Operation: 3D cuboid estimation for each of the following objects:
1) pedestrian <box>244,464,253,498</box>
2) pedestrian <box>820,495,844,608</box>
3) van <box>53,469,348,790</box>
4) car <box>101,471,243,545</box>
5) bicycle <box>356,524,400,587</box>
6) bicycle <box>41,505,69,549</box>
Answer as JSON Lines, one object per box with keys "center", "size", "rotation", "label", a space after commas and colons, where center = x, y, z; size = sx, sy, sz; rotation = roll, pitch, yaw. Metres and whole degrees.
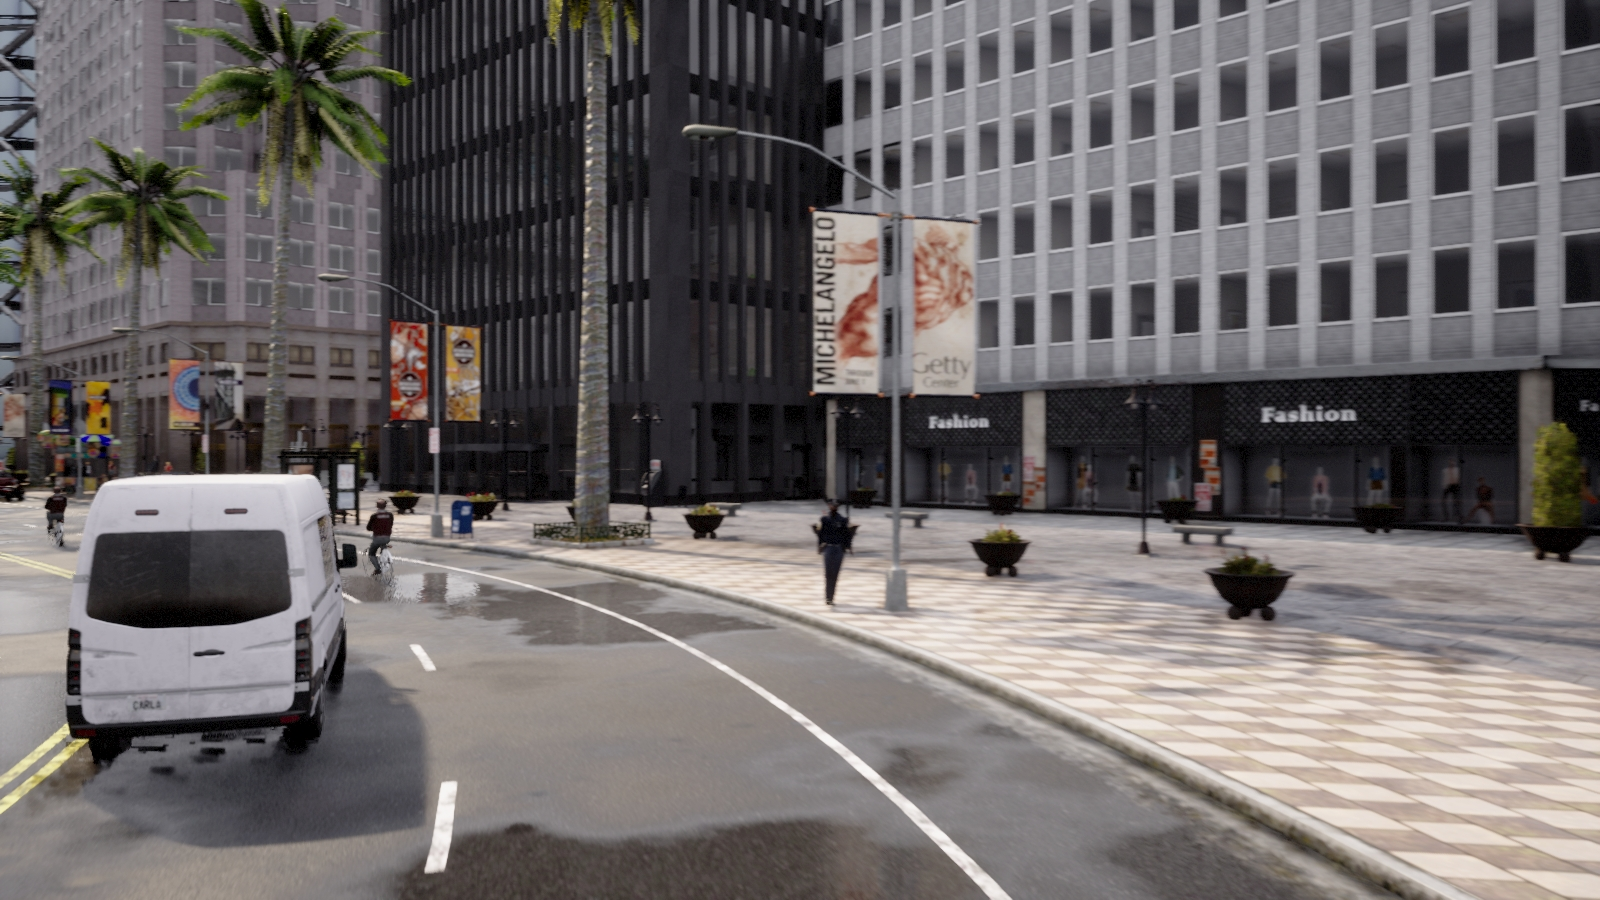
{"center": [-30.610, 1.735, 63.433], "size": [0.375, 1.860, 0.375], "rotation": [0, 0, 44], "label": "pedestrian"}
{"center": [0.534, 1.698, 19.178], "size": [0.375, 1.860, 0.375], "rotation": [0, 0, -3], "label": "pedestrian"}
{"center": [-6.195, 1.541, 12.577], "size": [1.988, 2.561, 5.915], "rotation": [0, 0, -19], "label": "van"}
{"center": [-20.412, 1.775, 36.991], "size": [2.390, 2.098, 6.274], "rotation": [0, 0, -45], "label": "car"}
{"center": [-8.997, 2.220, 24.336], "size": [0.329, 1.171, 1.835], "rotation": [-1, 1, -37], "label": "bicycle"}
{"center": [-21.735, 2.233, 33.311], "size": [0.329, 1.171, 1.835], "rotation": [0, 0, -45], "label": "bicycle"}
